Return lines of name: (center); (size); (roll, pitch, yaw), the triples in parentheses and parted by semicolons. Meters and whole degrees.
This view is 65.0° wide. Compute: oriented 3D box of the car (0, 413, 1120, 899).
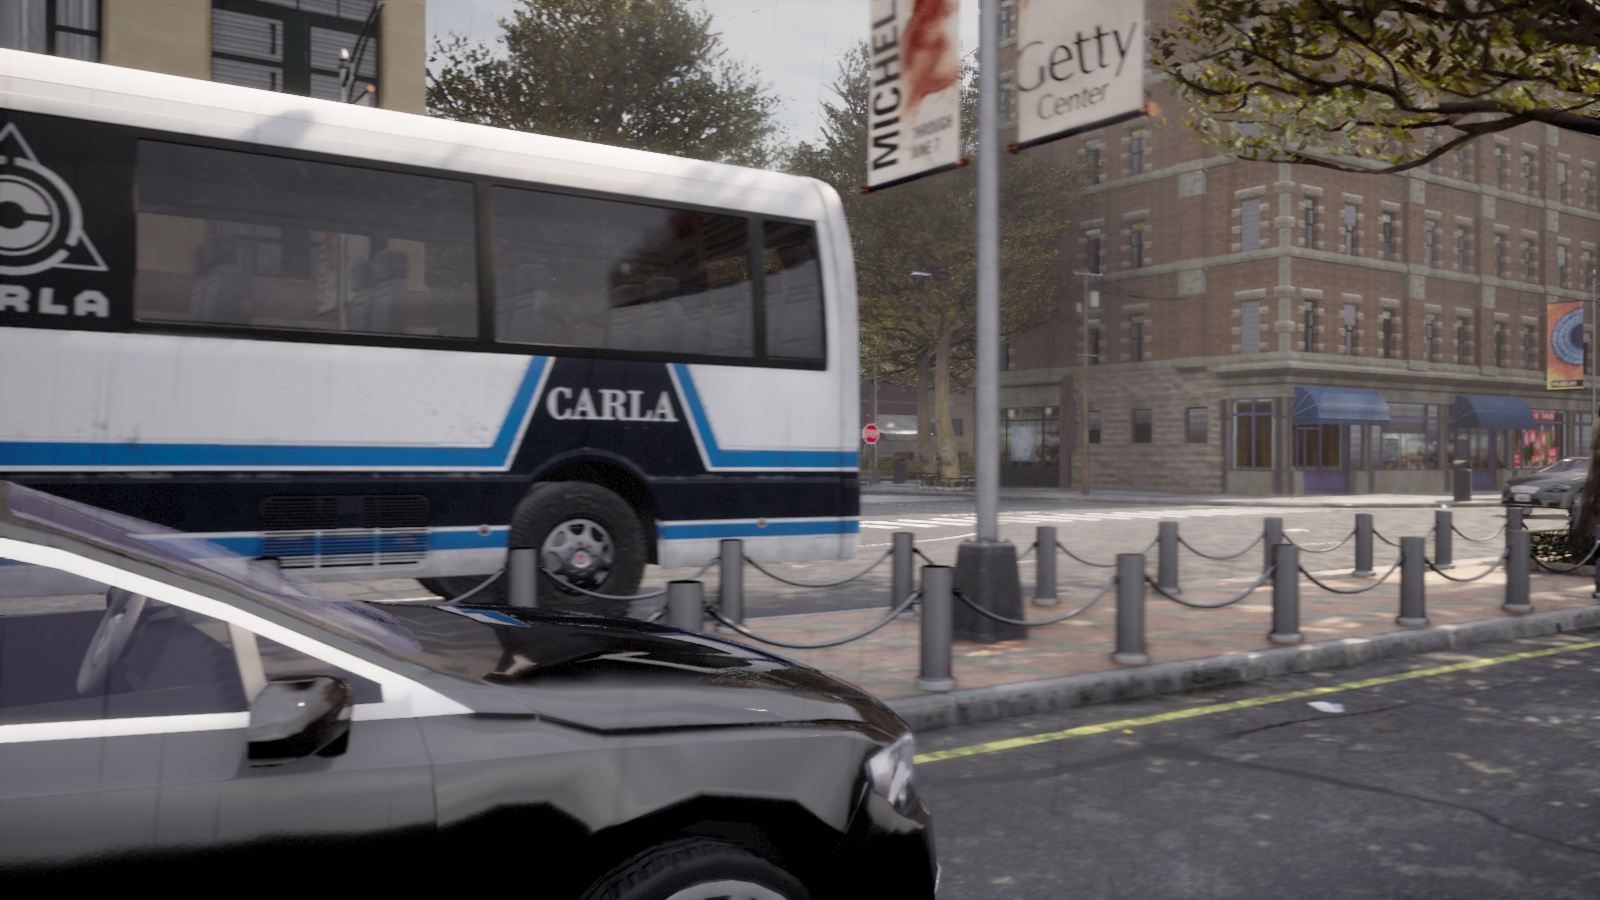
car: (-1.900, 0.710, 2.371); (4.902, 1.511, 2.128); (0, 0, -34)

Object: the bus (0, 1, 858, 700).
bus: (-4.849, -0.595, 10.033); (10.273, 4.253, 3.944); (0, 0, -34)

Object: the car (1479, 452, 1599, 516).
car: (19.728, 0.795, 31.517); (4.902, 1.511, 2.128); (0, 0, -23)
